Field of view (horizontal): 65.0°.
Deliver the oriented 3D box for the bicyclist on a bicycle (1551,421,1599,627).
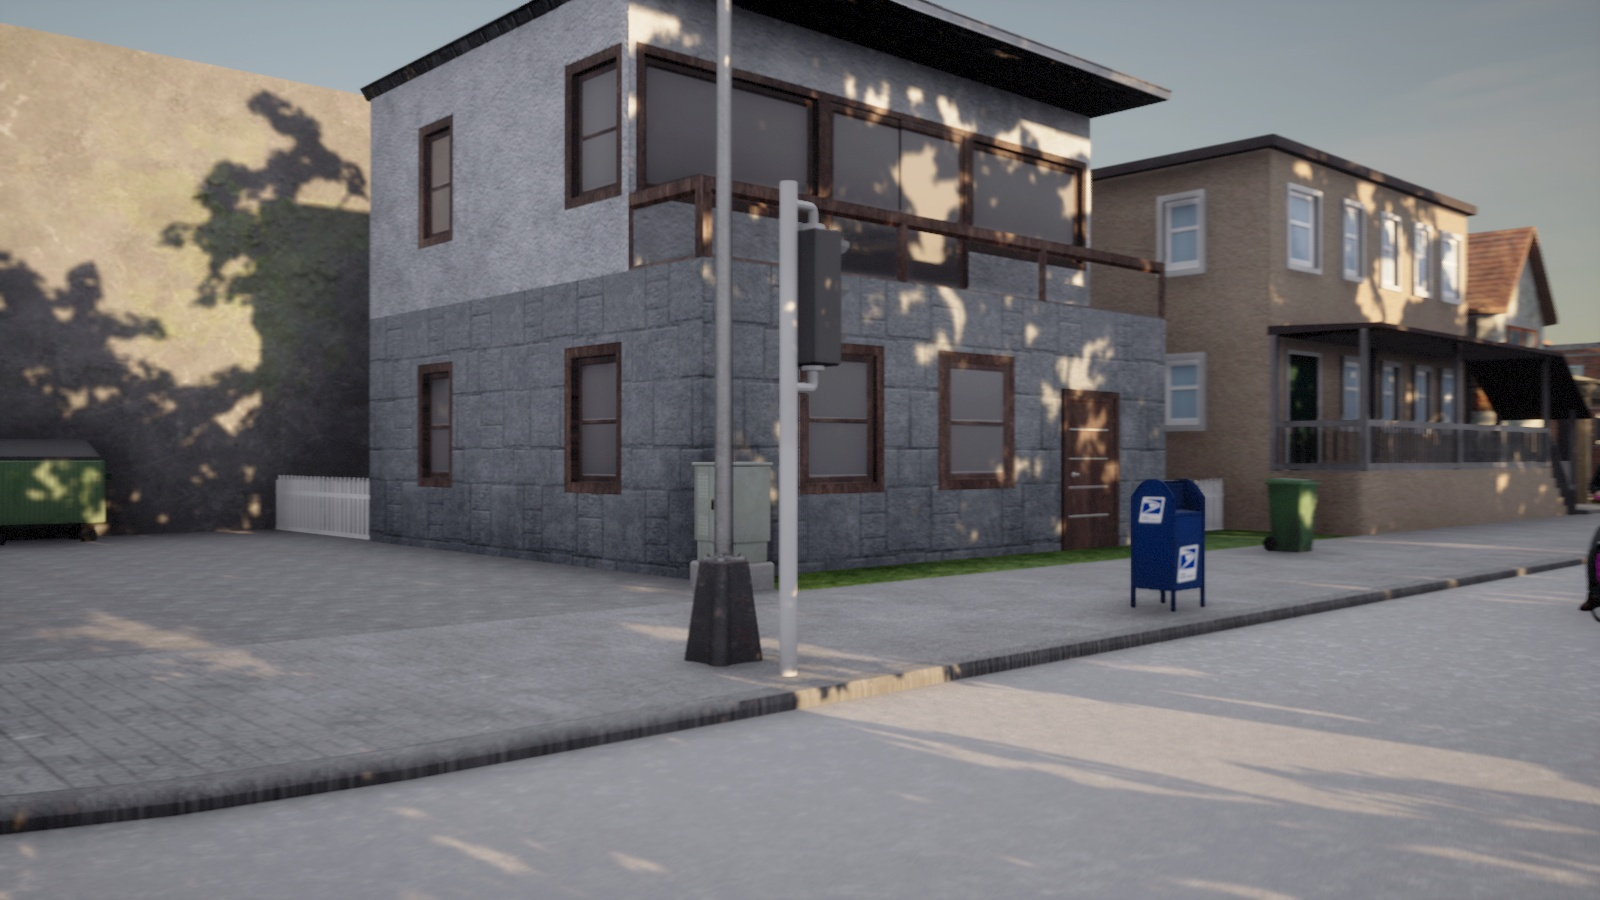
[{"bbox_3d":[7.547,0.638,11.471,1.843,1.776,0.659,0,-1,-42],"label":"bicyclist on a bicycle"}]
